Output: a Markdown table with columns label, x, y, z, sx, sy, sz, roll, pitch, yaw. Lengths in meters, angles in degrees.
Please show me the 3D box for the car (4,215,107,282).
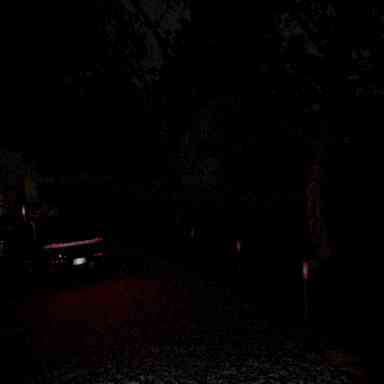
| label | x | y | z | sx | sy | sz | roll | pitch | yaw |
| --- | --- | --- | --- | --- | --- | --- | --- | --- | --- |
| car | -4.240 | 1.434 | 9.917 | 2.128 | 1.511 | 4.902 | -3 | 3 | -39 |
